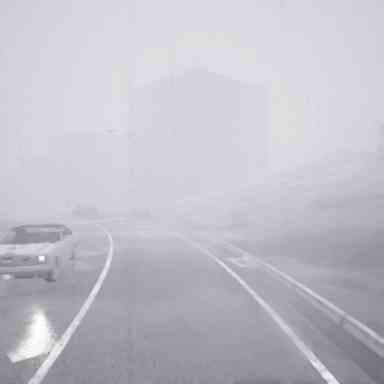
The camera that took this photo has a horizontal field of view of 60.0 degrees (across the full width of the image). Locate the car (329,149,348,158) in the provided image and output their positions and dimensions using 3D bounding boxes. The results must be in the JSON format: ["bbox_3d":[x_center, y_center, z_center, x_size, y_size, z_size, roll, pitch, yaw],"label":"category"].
[{"bbox_3d":[21.612,-5.184,46.598,2.185,1.767,4.553,0,1,-1],"label":"car"}]

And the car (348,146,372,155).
[{"bbox_3d":[21.693,-4.874,40.928,2.002,1.452,4.674,0,1,-1],"label":"car"}]

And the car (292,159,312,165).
[{"bbox_3d":[21.376,-5.455,63.132,2.231,1.521,4.892,0,1,-1],"label":"car"}]

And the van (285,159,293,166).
[{"bbox_3d":[21.300,-5.803,68.523,1.878,1.987,4.442,0,1,-1],"label":"van"}]

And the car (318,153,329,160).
[{"bbox_3d":[21.534,-5.321,52.116,2.185,1.767,4.553,0,1,-1],"label":"car"}]

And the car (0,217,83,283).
[{"bbox_3d":[-4.567,1.633,9.704,1.895,1.301,4.718,0,0,-10],"label":"car"}]

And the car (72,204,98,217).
[{"bbox_3d":[-11.449,1.996,35.574,1.812,1.442,4.674,-1,-1,-34],"label":"car"}]

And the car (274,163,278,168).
[{"bbox_3d":[21.142,-6.060,79.649,2.435,2.045,5.566,0,1,-1],"label":"car"}]

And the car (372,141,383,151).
[{"bbox_3d":[21.770,-4.900,35.433,2.185,1.767,4.553,0,1,-1],"label":"car"}]

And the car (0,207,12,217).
[{"bbox_3d":[-27.093,2.885,46.541,4.674,1.442,1.812,-4,-1,37],"label":"car"}]

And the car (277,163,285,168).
[{"bbox_3d":[21.221,-5.658,74.169,2.002,1.452,4.674,0,1,-1],"label":"car"}]
